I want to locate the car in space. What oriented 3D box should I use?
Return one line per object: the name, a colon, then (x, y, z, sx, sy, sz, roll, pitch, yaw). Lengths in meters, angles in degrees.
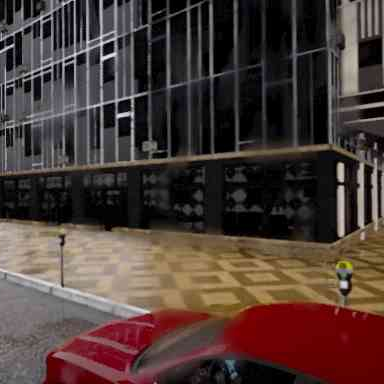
car: (0.705, 1.542, 2.385, 4.507, 1.381, 1.887, 0, -1, 36)
